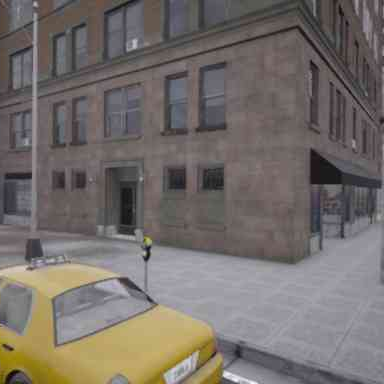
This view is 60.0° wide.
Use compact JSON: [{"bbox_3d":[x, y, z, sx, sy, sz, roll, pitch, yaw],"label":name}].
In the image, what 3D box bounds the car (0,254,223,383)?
[{"bbox_3d":[-1.966,1.467,4.222,4.829,1.417,1.752,1,1,36],"label":"car"}]
